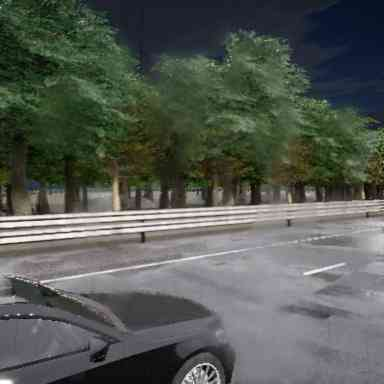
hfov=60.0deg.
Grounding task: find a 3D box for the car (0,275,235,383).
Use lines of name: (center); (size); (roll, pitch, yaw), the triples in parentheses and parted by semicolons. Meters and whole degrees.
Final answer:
car: (-1.698, 1.510, 2.889); (4.674, 1.442, 1.812); (0, 0, -38)
